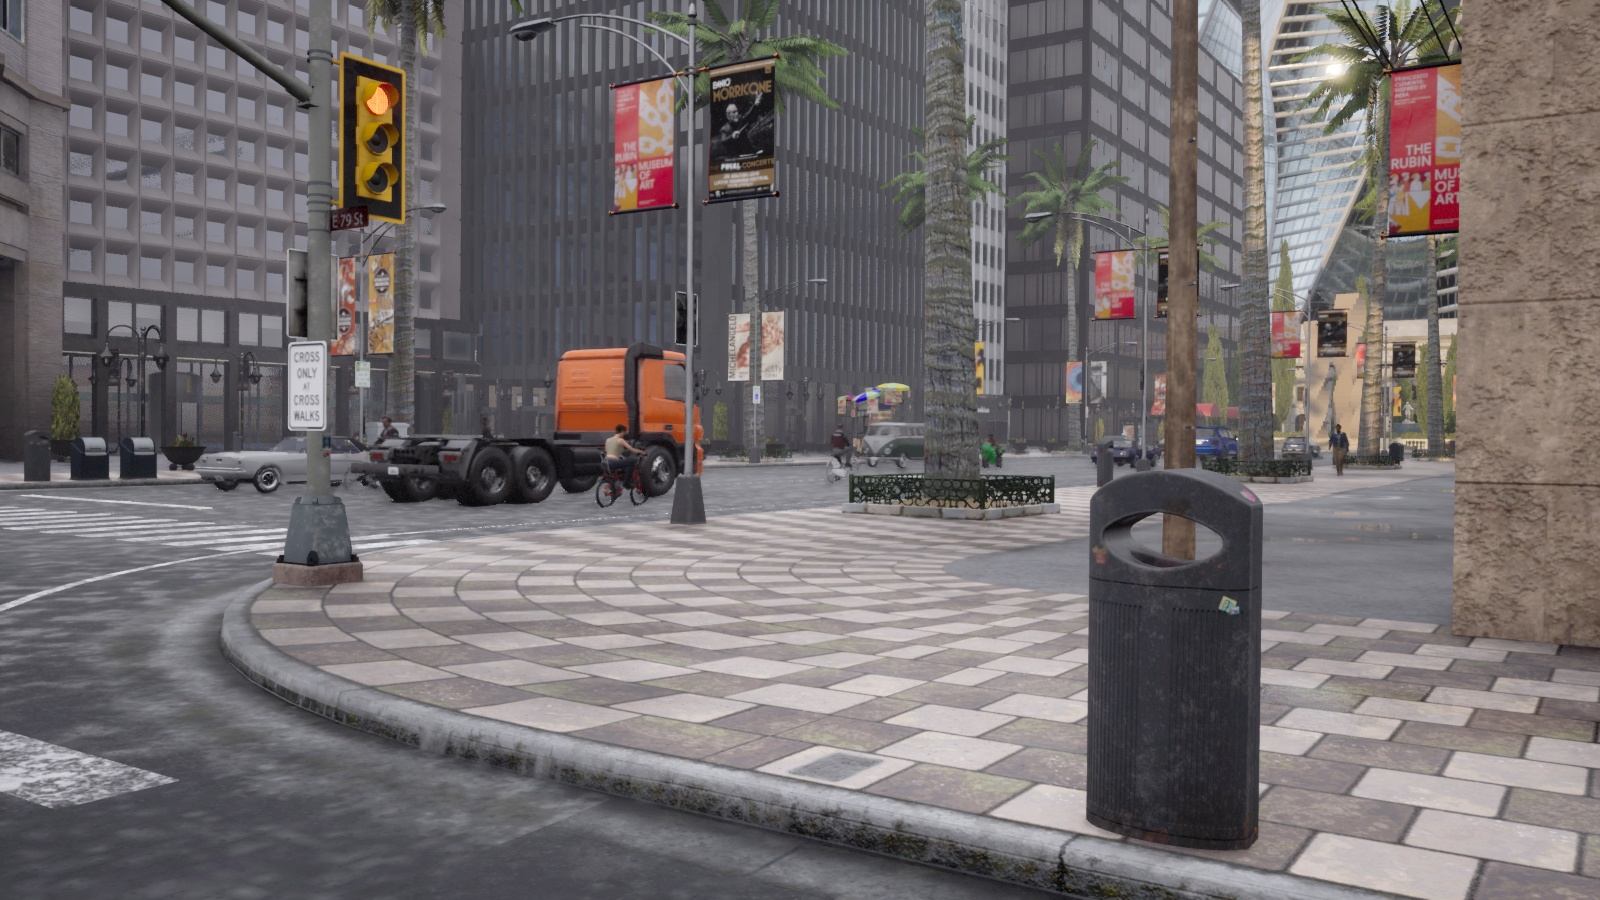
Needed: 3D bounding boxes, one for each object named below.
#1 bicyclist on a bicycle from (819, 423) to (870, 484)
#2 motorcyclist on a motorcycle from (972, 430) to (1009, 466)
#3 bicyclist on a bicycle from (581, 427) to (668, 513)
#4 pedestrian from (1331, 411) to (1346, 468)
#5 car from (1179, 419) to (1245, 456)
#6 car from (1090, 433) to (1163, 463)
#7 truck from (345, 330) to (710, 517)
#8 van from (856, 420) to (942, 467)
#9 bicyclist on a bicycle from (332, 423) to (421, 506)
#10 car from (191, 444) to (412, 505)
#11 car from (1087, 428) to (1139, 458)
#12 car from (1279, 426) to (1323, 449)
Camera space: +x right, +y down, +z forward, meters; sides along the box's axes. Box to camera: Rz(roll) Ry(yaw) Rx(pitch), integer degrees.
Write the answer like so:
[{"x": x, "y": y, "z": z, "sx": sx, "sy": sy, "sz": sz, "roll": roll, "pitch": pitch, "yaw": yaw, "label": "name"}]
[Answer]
[{"x": 1.344, "y": 0.076, "z": 37.631, "sx": 0.659, "sy": 1.776, "sz": 1.843, "roll": 0, "pitch": 1, "yaw": 33, "label": "bicyclist on a bicycle"}, {"x": 8.270, "y": -0.103, "z": 54.324, "sx": 0.797, "sy": 1.523, "sz": 2.044, "roll": 0, "pitch": 1, "yaw": 33, "label": "motorcyclist on a motorcycle"}, {"x": -3.387, "y": 0.367, "z": 24.334, "sx": 0.866, "sy": 1.612, "sz": 1.509, "roll": 0, "pitch": 1, "yaw": 34, "label": "bicyclist on a bicycle"}, {"x": 18.434, "y": -0.365, "z": 42.951, "sx": 0.423, "sy": 1.949, "sz": 0.788, "roll": 0, "pitch": 1, "yaw": 26, "label": "pedestrian"}, {"x": 23.347, "y": -0.731, "z": 71.012, "sx": 2.150, "sy": 2.045, "sz": 5.566, "roll": 0, "pitch": 1, "yaw": 33, "label": "car"}, {"x": 15.316, "y": -0.108, "z": 58.712, "sx": 1.895, "sy": 1.301, "sz": 4.718, "roll": 0, "pitch": 1, "yaw": 33, "label": "car"}, {"x": -5.561, "y": -0.571, "z": 27.343, "sx": 2.891, "sy": 3.462, "sz": 7.936, "roll": 0, "pitch": 1, "yaw": 34, "label": "truck"}, {"x": 4.365, "y": -0.303, "z": 54.764, "sx": 1.775, "sy": 1.987, "sz": 4.442, "roll": 0, "pitch": 1, "yaw": 33, "label": "van"}, {"x": -9.396, "y": 0.306, "z": 27.911, "sx": 0.659, "sy": 1.776, "sz": 1.843, "roll": 0, "pitch": 0, "yaw": 34, "label": "bicyclist on a bicycle"}, {"x": -11.935, "y": 0.525, "z": 30.383, "sx": 1.895, "sy": 1.301, "sz": 4.718, "roll": 0, "pitch": 1, "yaw": 34, "label": "car"}, {"x": 16.991, "y": -0.403, "z": 67.959, "sx": 2.007, "sy": 1.525, "sz": 4.514, "roll": 0, "pitch": 1, "yaw": 23, "label": "car"}, {"x": 36.222, "y": -0.905, "z": 90.726, "sx": 2.033, "sy": 1.649, "sz": 4.856, "roll": 0, "pitch": 1, "yaw": 33, "label": "car"}]
